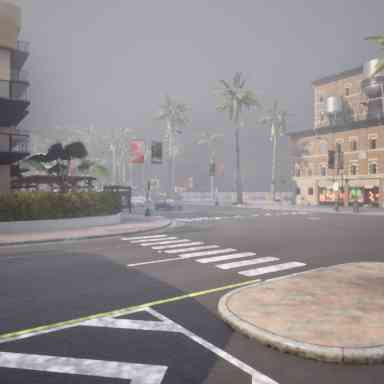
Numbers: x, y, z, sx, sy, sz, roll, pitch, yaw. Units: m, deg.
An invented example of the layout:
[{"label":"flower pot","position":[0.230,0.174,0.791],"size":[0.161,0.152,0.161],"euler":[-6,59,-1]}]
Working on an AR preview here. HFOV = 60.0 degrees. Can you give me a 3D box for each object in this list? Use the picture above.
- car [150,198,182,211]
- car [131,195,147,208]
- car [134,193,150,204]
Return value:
[{"label":"car","position":[-3.043,1.526,41.521],"size":[1.812,1.442,4.674],"euler":[0,0,-35]},{"label":"car","position":[-8.852,1.526,49.822],"size":[1.812,1.442,4.674],"euler":[0,0,-35]},{"label":"car","position":[-10.012,1.219,63.921],"size":[2.150,2.045,5.566],"euler":[0,0,-36]}]
